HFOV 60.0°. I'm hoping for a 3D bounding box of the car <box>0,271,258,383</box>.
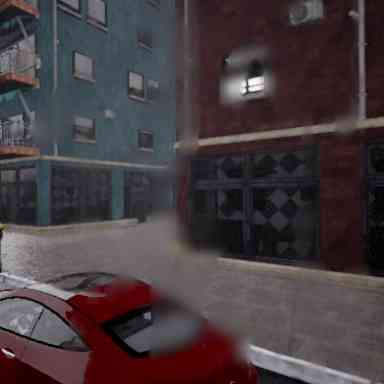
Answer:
[{"bbox_3d":[-1.354,1.576,3.696,4.206,1.307,1.802,0,-1,36],"label":"car"}]
